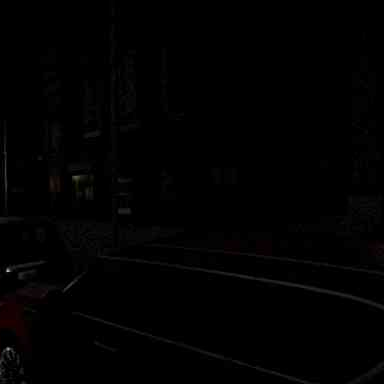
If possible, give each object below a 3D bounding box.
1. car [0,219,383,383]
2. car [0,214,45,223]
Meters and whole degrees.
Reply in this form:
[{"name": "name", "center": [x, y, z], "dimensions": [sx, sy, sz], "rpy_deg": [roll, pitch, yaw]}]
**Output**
[{"name": "car", "center": [0.036, 1.310, 3.110], "dimensions": [5.009, 1.841, 2.192], "rpy_deg": [-1, 0, 38]}, {"name": "car", "center": [-4.394, 1.374, 6.551], "dimensions": [5.009, 1.841, 2.192], "rpy_deg": [-1, 0, 38]}]
